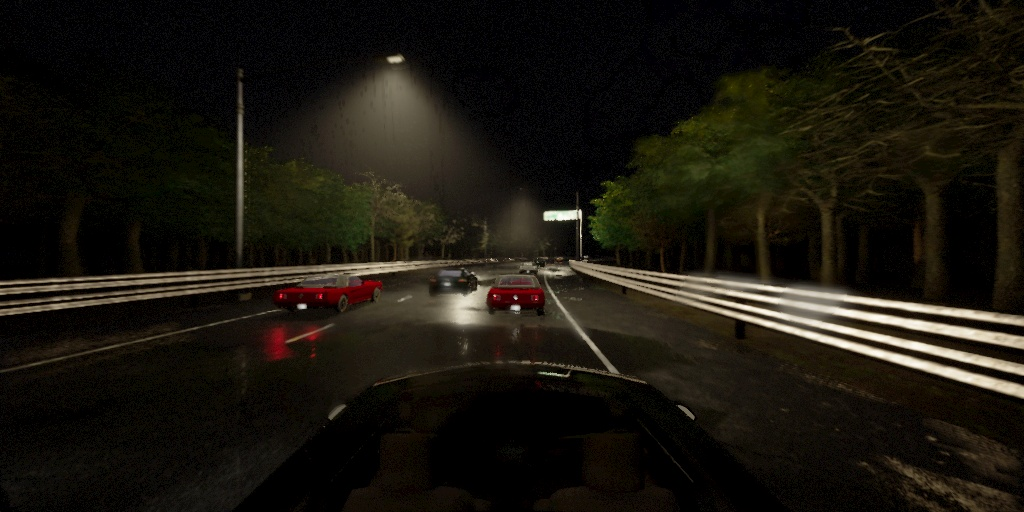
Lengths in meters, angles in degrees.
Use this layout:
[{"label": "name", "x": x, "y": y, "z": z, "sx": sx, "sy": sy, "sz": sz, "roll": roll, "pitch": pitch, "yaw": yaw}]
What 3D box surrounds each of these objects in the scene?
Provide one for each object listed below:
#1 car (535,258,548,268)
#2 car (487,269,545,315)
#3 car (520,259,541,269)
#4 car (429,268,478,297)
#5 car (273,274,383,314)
[{"label": "car", "x": 4.653, "y": 1.086, "z": 61.977, "sx": 2.097, "sy": 1.767, "sz": 4.553, "roll": 0, "pitch": 0, "yaw": 9}, {"label": "car", "x": 0.194, "y": 1.356, "z": 13.626, "sx": 1.895, "sy": 1.301, "sz": 4.718, "roll": 0, "pitch": 0, "yaw": 2}, {"label": "car", "x": 1.953, "y": 1.351, "z": 40.691, "sx": 1.895, "sy": 1.301, "sz": 4.718, "roll": 0, "pitch": 0, "yaw": 6}, {"label": "car", "x": -2.985, "y": 1.314, "z": 19.052, "sx": 1.994, "sy": 1.385, "sz": 4.181, "roll": 0, "pitch": 0, "yaw": 3}, {"label": "car", "x": -6.697, "y": 1.341, "z": 13.793, "sx": 1.895, "sy": 1.301, "sz": 4.718, "roll": 0, "pitch": 0, "yaw": 2}]
